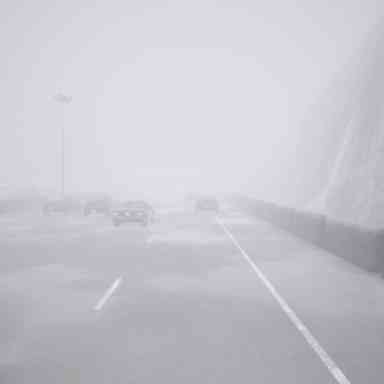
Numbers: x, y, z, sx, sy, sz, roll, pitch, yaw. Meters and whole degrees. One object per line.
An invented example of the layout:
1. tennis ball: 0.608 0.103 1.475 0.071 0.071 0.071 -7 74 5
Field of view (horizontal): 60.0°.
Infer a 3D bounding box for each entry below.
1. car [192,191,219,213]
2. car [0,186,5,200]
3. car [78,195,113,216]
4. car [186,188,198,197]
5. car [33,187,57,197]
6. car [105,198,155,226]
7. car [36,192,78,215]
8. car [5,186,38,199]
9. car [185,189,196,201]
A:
1. car: 1.219 0.924 28.291 1.882 1.535 5.008 0 1 0
2. car: -28.063 0.097 48.847 2.150 2.045 5.566 0 2 1
3. car: -6.905 1.014 25.733 1.837 1.490 4.892 0 1 0
4. car: -0.011 0.101 59.934 2.033 1.411 5.357 0 2 0
5. car: -21.074 0.395 49.101 1.812 1.442 4.674 0 2 0
6. car: -3.404 1.183 20.089 2.033 1.411 5.357 0 1 0
7. car: -10.406 1.008 26.824 1.812 1.442 4.674 0 1 0
8. car: -24.571 0.089 49.117 2.150 2.045 5.566 0 2 0
9. car: 0.001 0.502 46.744 1.994 1.385 4.181 0 2 1
